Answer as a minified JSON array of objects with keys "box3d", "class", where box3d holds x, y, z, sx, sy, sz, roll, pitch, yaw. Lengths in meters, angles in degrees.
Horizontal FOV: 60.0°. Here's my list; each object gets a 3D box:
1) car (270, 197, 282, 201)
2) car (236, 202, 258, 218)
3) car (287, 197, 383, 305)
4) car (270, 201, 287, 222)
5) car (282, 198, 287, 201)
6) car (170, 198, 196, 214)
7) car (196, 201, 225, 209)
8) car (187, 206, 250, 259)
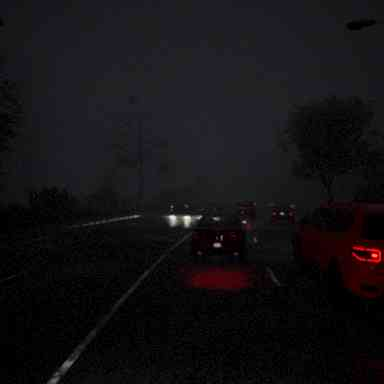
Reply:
[{"box3d":[19.255,1.891,74.277,2.033,1.411,5.357,0,0,38],"class":"car"},{"box3d":[5.323,1.681,32.526,2.128,1.511,4.902,0,0,17],"class":"car"},{"box3d":[4.110,1.279,8.290,2.150,2.045,5.566,0,0,5],"class":"car"},{"box3d":[7.464,1.720,27.542,2.033,1.411,5.357,0,0,15],"class":"car"},{"box3d":[21.963,1.891,72.060,2.128,1.511,4.902,0,0,38],"class":"car"},{"box3d":[-0.747,1.538,37.063,2.097,1.767,4.553,0,0,19],"class":"car"},{"box3d":[2.260,1.694,35.113,1.837,1.490,4.892,0,0,19],"class":"car"},{"box3d":[1.116,1.551,13.049,1.882,1.535,5.008,0,0,7],"class":"car"}]
